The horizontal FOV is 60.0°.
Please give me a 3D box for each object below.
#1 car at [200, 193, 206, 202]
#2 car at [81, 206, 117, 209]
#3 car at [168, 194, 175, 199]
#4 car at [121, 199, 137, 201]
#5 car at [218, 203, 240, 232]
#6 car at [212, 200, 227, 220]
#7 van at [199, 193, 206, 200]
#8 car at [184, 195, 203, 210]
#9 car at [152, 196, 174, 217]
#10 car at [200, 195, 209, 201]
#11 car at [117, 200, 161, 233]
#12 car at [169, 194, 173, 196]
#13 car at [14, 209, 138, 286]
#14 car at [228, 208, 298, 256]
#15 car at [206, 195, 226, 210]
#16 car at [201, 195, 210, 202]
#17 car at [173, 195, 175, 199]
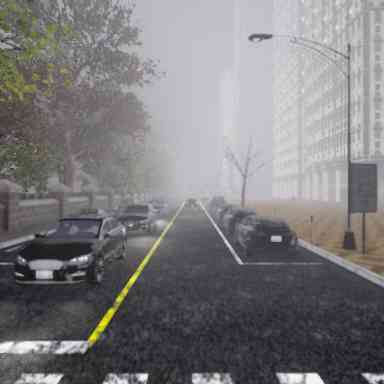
[{"bbox_3d":[2.750,1.354,63.409,2.008,1.369,4.403,0,0,0],"label":"car"},{"bbox_3d":[-5.672,1.516,18.359,1.802,1.307,4.206,0,0,0],"label":"car"},{"bbox_3d":[-5.605,1.270,91.409,1.752,1.417,4.829,0,0,0],"label":"car"},{"bbox_3d":[-5.661,1.337,29.623,1.967,1.590,4.097,0,0,0],"label":"car"},{"bbox_3d":[2.709,1.500,18.351,1.947,1.339,4.313,0,0,0],"label":"car"},{"bbox_3d":[2.714,1.481,23.984,1.947,1.339,4.313,0,0,0],"label":"car"},{"bbox_3d":[2.771,1.095,85.939,1.690,1.788,3.998,0,0,0],"label":"van"},{"bbox_3d":[0.037,1.390,40.423,1.812,1.442,4.674,0,0,0],"label":"car"},{"bbox_3d":[-3.050,1.389,29.618,2.128,1.511,4.902,0,0,0],"label":"car"},{"bbox_3d":[2.761,1.359,74.674,1.802,1.307,4.206,0,0,0],"label":"car"},{"bbox_3d":[-3.079,1.436,19.238,1.837,1.490,4.892,0,0,0],"label":"car"},{"bbox_3d":[-5.625,1.334,69.049,1.887,1.381,4.507,0,0,0],"label":"car"},{"bbox_3d":[-3.092,1.457,9.420,2.128,1.511,4.902,0,0,0],"label":"car"},{"bbox_3d":[2.703,1.520,12.718,1.947,1.339,4.313,0,0,0],"label":"car"},{"bbox_3d":[3.152,1.216,40.999,2.097,1.767,4.553,0,0,0],"label":"car"},{"bbox_3d":[2.755,1.371,69.042,1.802,1.307,4.206,0,0,0],"label":"car"},{"bbox_3d":[-5.615,1.309,80.314,1.887,1.381,4.507,0,0,0],"label":"car"}]
